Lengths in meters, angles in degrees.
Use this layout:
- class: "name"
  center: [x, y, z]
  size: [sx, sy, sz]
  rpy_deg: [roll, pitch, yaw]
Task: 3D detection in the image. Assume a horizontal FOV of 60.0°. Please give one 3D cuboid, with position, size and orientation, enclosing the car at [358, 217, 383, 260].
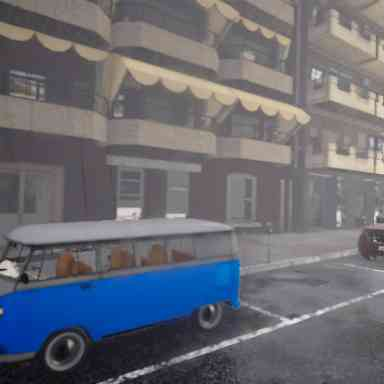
- class: "car"
  center: [7.962, 1.466, 11.743]
  size: [5.009, 1.841, 2.192]
  rpy_deg: [1, 1, -35]

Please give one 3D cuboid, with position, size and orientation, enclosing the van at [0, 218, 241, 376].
- class: "van"
  center: [-1.045, 1.365, 5.324]
  size: [3.998, 1.788, 1.690]
  rpy_deg: [1, 1, -35]
